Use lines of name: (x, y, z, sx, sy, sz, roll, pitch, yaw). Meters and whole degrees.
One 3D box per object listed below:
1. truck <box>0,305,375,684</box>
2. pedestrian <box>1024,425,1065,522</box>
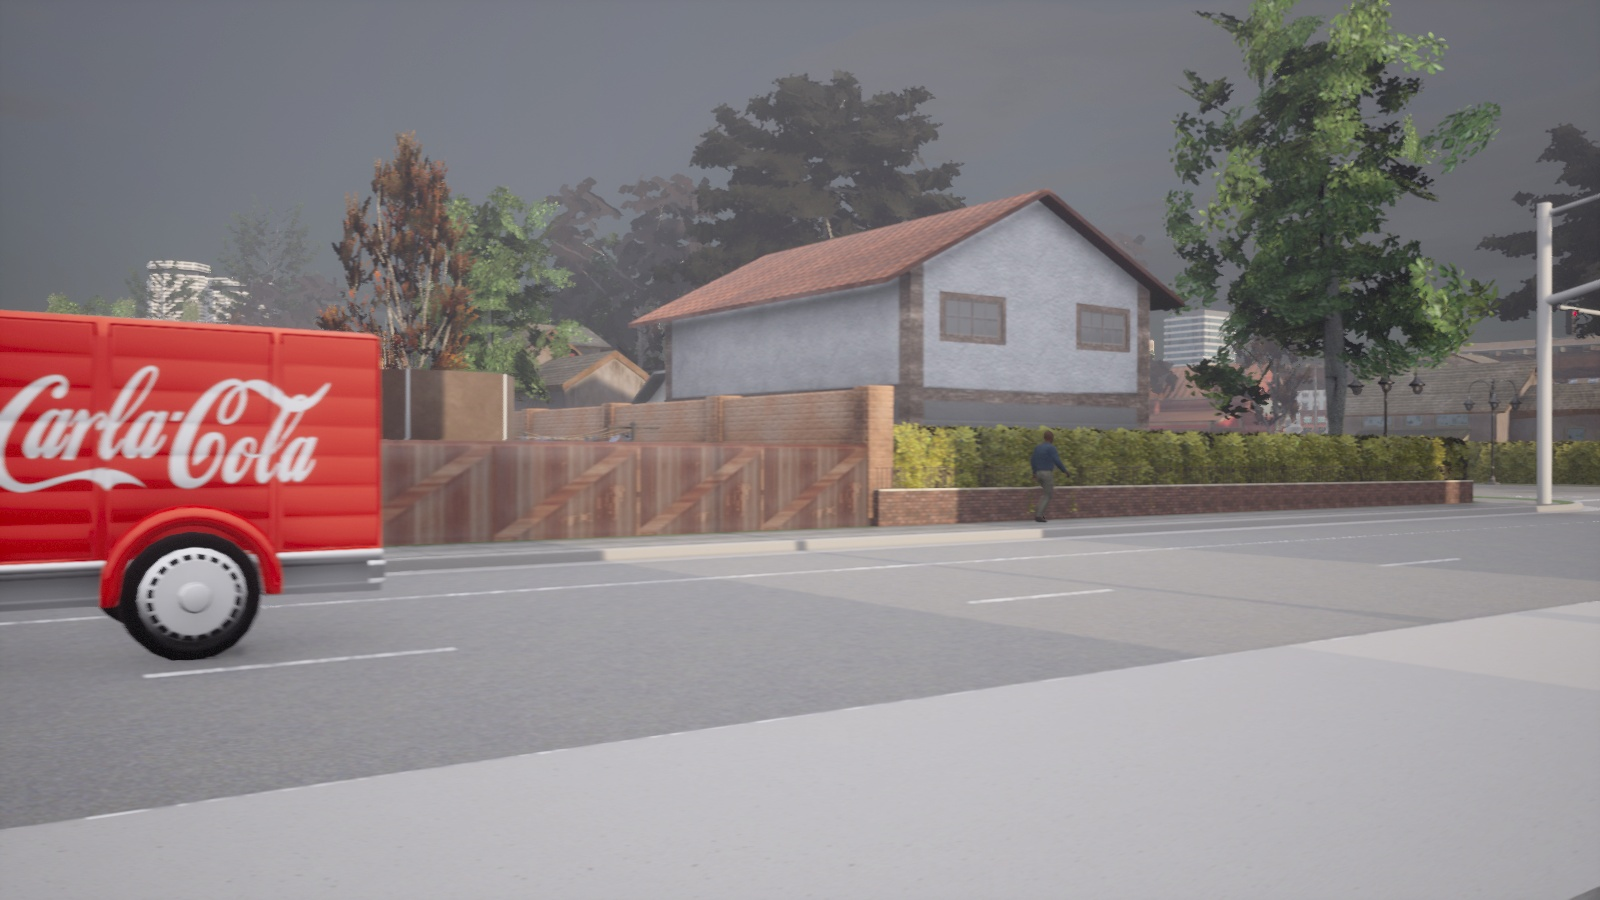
truck: (-6.122, 0.293, 9.147, 5.204, 2.467, 2.627, 0, 0, -35)
pedestrian: (4.711, 0.449, 24.207, 0.726, 1.835, 0.370, 0, 0, -34)
